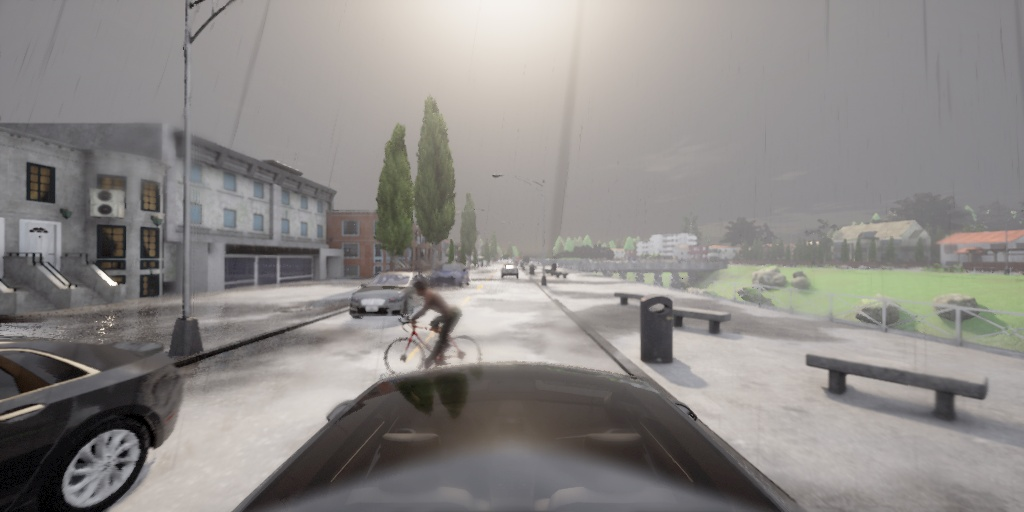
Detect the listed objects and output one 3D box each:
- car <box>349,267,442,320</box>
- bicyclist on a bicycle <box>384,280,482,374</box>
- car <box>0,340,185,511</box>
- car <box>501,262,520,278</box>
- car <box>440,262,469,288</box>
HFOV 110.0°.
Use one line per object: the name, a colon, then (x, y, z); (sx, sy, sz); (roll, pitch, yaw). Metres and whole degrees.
car: (-4.192, 1.322, 13.128); (2.128, 1.511, 4.902); (0, 0, 0)
bicyclist on a bicycle: (-1.344, 1.231, 6.027); (1.656, 1.620, 0.582); (-2, 0, -1)
car: (-4.092, 1.254, 1.429); (1.837, 1.490, 4.892); (0, -1, 0)
car: (-0.206, 1.544, 37.279); (2.033, 1.411, 5.357); (0, 0, 0)
car: (-4.273, 1.265, 25.188); (2.097, 1.767, 4.553); (0, 0, 0)
